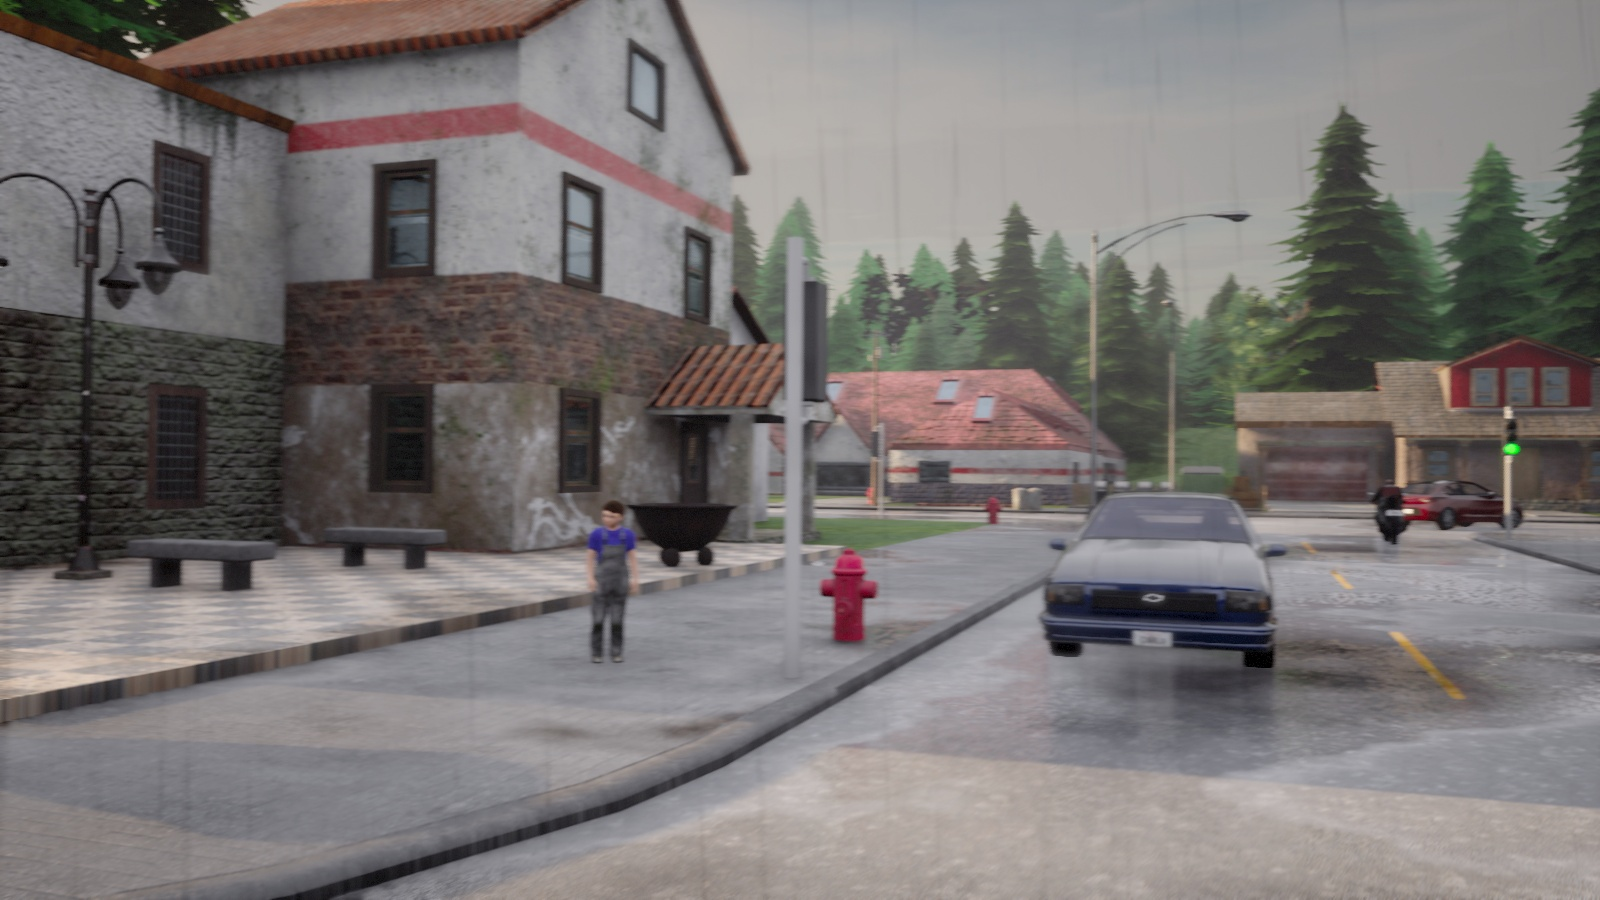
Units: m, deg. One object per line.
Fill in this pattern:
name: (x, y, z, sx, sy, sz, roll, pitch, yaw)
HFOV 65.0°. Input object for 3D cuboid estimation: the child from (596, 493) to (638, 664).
child: (-1.402, 0.963, 9.601, 0.270, 1.263, 0.437, 0, -1, -14)

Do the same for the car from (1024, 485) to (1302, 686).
car: (3.615, 1.071, 12.078, 2.033, 1.411, 5.357, 0, -1, 19)

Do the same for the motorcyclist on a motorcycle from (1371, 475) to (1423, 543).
motorcyclist on a motorcycle: (14.073, 1.366, 29.658, 0.866, 1.530, 2.191, 0, -1, 19)

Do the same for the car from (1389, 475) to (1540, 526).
car: (20.039, 1.489, 37.875, 4.193, 1.474, 1.816, 0, -1, -24)
